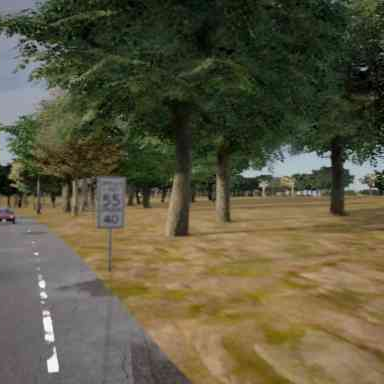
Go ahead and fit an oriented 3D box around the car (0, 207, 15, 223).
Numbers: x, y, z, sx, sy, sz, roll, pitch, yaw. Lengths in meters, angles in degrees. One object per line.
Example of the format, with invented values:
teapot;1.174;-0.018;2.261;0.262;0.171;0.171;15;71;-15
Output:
car;-19.109;2.514;33.885;1.895;1.301;4.718;2;-2;-29
